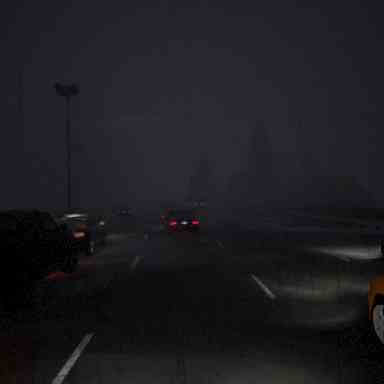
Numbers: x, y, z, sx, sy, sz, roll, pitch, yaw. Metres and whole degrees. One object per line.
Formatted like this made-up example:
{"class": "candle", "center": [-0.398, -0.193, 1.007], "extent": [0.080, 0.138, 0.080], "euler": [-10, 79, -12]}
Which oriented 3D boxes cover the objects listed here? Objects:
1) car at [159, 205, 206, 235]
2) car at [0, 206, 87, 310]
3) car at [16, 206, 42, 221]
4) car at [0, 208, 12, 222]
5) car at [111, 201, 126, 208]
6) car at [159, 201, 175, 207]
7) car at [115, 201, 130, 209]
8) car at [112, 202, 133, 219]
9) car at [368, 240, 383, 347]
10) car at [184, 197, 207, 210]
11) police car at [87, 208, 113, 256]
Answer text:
{"class": "car", "center": [-0.794, 1.802, 20.789], "extent": [2.033, 1.411, 5.357], "euler": [-1, -1, -9]}
{"class": "car", "center": [-4.616, 1.446, 8.404], "extent": [2.150, 2.045, 5.566], "euler": [-2, -1, -3]}
{"class": "car", "center": [-19.174, 2.447, 39.294], "extent": [1.882, 1.535, 5.008], "euler": [-1, -1, -15]}
{"class": "car", "center": [-22.373, 2.589, 37.860], "extent": [2.033, 1.411, 5.357], "euler": [-1, -1, -15]}
{"class": "car", "center": [-11.030, 2.350, 49.417], "extent": [2.128, 1.511, 4.902], "euler": [-1, -1, -18]}
{"class": "car", "center": [-3.717, 2.163, 49.611], "extent": [1.837, 1.490, 4.892], "euler": [-1, -1, -17]}
{"class": "car", "center": [-13.842, 2.603, 66.307], "extent": [1.882, 1.535, 5.008], "euler": [-1, -2, -25]}
{"class": "car", "center": [-7.667, 2.178, 37.363], "extent": [2.033, 1.411, 5.357], "euler": [-1, -1, -14]}
{"class": "car", "center": [3.644, 1.413, 3.105], "extent": [1.882, 1.535, 5.008], "euler": [-1, -1, -1]}
{"class": "car", "center": [0.466, 1.751, 48.270], "extent": [2.150, 2.045, 5.566], "euler": [-1, -1, -17]}
{"class": "police car", "center": [-5.015, 1.729, 14.639], "extent": [1.930, 1.638, 5.238], "euler": [-2, -1, -5]}
